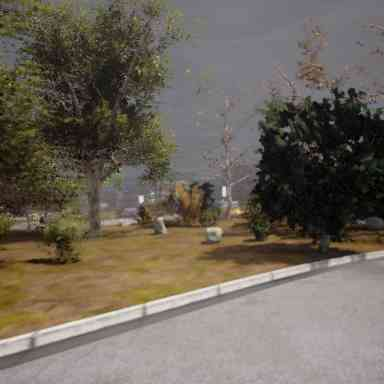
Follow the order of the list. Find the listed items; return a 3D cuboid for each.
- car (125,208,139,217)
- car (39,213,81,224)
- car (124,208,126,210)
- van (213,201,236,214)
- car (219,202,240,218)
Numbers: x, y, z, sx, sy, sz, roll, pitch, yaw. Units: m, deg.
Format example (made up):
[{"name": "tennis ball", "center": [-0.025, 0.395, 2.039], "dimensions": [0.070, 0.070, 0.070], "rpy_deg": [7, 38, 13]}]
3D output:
[{"name": "car", "center": [-8.313, 3.539, 56.671], "dimensions": [4.674, 1.452, 2.002], "rpy_deg": [0, -3, -38]}, {"name": "car", "center": [-14.515, 3.118, 37.496], "dimensions": [4.902, 1.511, 2.128], "rpy_deg": [1, -1, -38]}, {"name": "car", "center": [-10.299, 3.564, 59.149], "dimensions": [4.553, 1.767, 2.185], "rpy_deg": [0, -3, -38]}, {"name": "van", "center": [4.503, 2.153, 40.350], "dimensions": [4.442, 1.987, 1.878], "rpy_deg": [0, -3, -38]}, {"name": "car", "center": [5.986, 2.253, 37.954], "dimensions": [5.366, 1.575, 1.946], "rpy_deg": [0, -2, -38]}]
